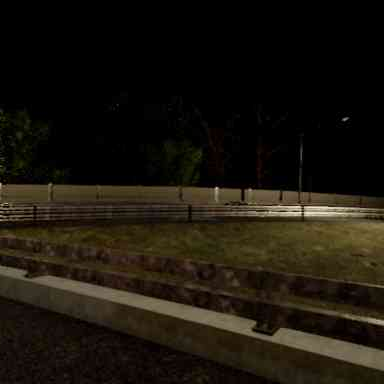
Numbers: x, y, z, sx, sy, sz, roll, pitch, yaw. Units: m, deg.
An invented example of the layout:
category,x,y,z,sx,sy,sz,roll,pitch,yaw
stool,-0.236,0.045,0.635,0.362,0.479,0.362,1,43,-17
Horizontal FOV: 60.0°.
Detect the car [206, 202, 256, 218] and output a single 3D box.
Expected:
category,x,y,z,sx,sy,sz,roll,pitch,yaw
car,3.726,1.710,32.169,5.008,1.535,1.882,1,-1,-21
